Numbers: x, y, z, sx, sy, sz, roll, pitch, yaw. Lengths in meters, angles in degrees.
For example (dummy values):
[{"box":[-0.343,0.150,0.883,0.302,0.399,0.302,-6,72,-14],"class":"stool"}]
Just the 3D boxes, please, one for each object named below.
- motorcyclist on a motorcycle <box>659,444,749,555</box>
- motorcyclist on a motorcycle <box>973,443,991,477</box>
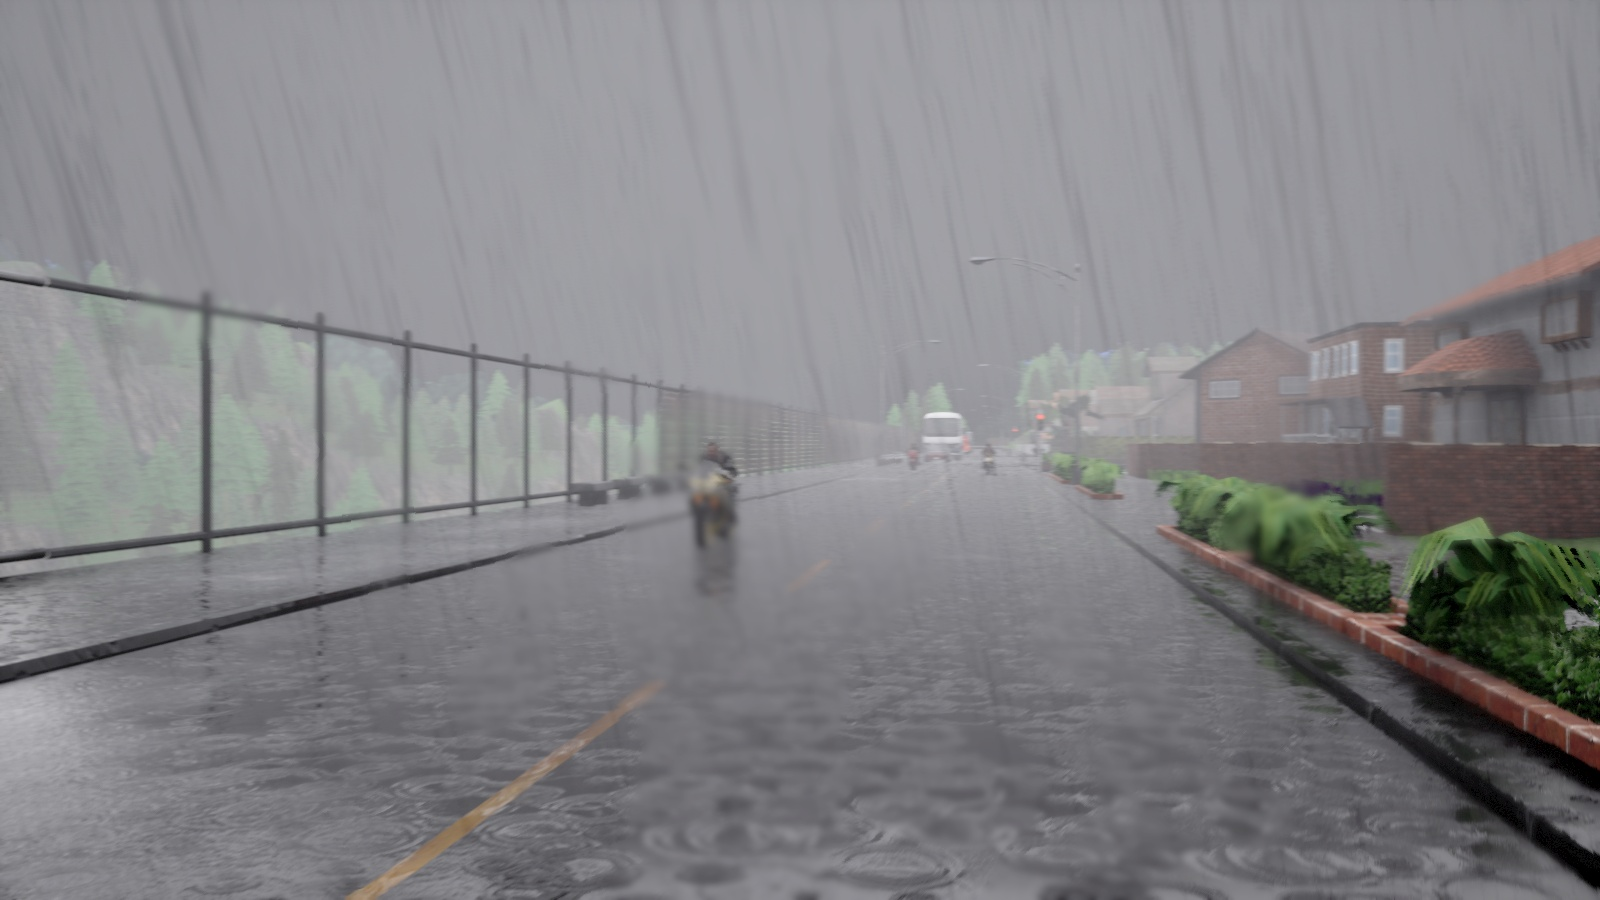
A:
[{"box":[-1.380,0.676,18.528,0.866,1.530,2.191,0,0,8],"class":"motorcyclist on a motorcycle"},{"box":[8.390,0.439,57.989,0.797,1.523,2.044,0,0,8],"class":"motorcyclist on a motorcycle"}]
